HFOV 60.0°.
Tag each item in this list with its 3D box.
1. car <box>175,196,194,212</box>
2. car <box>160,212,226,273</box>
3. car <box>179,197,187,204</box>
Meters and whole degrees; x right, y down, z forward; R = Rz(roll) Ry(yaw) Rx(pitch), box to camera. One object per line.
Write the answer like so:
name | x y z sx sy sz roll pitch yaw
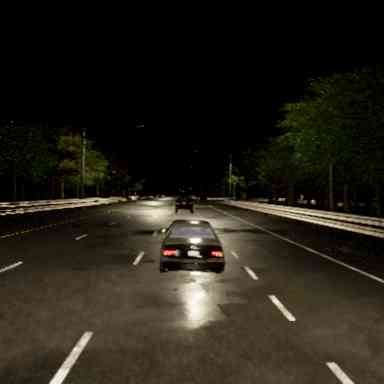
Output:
car | -0.984 1.504 41.656 2.150 2.045 5.566 1 0 -2
car | -0.044 1.629 10.984 2.033 1.411 5.357 1 0 -2
car | -2.138 2.003 78.825 1.882 1.535 5.008 1 0 -2
